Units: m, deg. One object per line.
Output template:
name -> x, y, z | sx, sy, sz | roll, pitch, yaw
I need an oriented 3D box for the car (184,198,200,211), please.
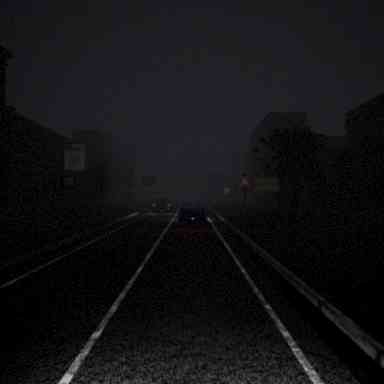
car -> -0.011, 1.546, 41.308 | 1.812, 1.442, 4.674 | 0, 0, 0

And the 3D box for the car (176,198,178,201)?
car -> -3.202, 1.940, 77.677 | 1.812, 1.442, 4.674 | 0, 0, 0

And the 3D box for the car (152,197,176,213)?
car -> -3.190, 1.360, 36.921 | 2.097, 1.767, 4.553 | 0, 0, 0

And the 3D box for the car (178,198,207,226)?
car -> 0.033, 1.453, 23.343 | 1.882, 1.535, 5.008 | 0, 1, 0
